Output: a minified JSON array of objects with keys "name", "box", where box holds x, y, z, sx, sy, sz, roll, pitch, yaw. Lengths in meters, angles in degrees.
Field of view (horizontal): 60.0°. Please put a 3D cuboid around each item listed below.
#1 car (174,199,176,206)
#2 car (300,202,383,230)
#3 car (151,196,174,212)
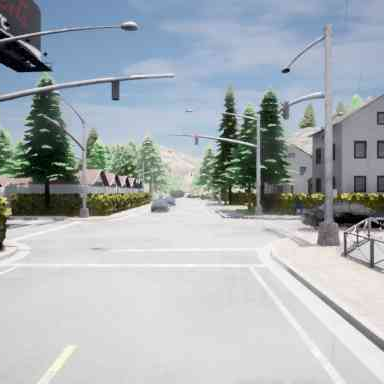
[{"name":"car","box":[-3.584,1.477,52.103,1.882,1.535,5.008,0,0,0]},{"name":"car","box":[8.425,1.285,17.892,5.008,1.535,1.882,0,0,0]},{"name":"car","box":[-3.613,1.547,38.507,2.033,1.411,5.357,0,0,0]}]
